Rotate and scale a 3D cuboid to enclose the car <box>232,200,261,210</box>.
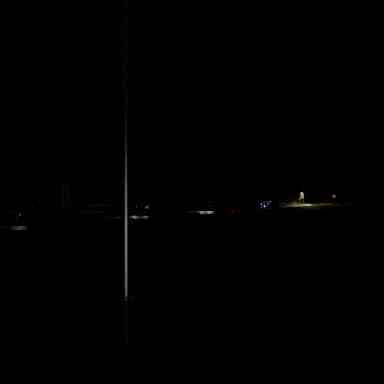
[{"bbox_3d":[7.792,1.914,49.400,2.128,1.511,4.902,-1,-1,35],"label":"car"}]

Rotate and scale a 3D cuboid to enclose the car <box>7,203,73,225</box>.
[{"bbox_3d":[-11.851,1.651,26.243,1.882,1.535,5.008,-1,-1,35],"label":"car"}]

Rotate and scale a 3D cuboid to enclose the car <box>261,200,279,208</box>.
[{"bbox_3d":[13.485,2.113,57.666,1.895,1.301,4.718,-1,-1,35],"label":"car"}]

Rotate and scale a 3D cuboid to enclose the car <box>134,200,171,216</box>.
[{"bbox_3d":[-4.343,1.649,37.034,2.097,1.767,4.553,-1,-1,35],"label":"car"}]

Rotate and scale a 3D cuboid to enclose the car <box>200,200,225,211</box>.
[{"bbox_3d":[3.011,1.939,47.549,1.812,1.442,4.674,-1,-1,35],"label":"car"}]
